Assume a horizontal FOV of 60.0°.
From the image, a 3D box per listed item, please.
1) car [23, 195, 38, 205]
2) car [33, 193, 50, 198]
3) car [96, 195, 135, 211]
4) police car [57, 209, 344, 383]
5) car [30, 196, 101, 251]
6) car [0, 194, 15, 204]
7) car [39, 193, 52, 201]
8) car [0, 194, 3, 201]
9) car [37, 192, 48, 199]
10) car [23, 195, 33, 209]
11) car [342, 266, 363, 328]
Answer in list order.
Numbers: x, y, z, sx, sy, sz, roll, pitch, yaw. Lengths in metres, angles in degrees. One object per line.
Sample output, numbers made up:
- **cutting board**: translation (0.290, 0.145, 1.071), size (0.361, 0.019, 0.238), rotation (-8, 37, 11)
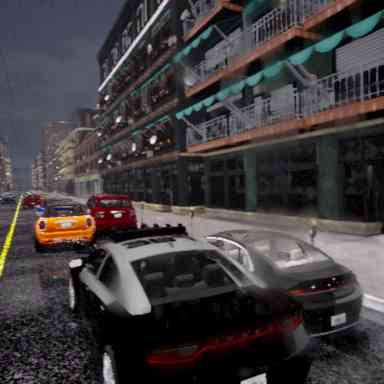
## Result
- **car**: translation (-24.131, 1.136, 49.664), size (1.895, 1.301, 4.718), rotation (-2, 1, -27)
- **car**: translation (-7.749, 1.126, 19.168), size (2.097, 1.767, 4.553), rotation (-2, 1, -27)
- **car**: translation (-4.215, 1.057, 16.249), size (2.192, 1.841, 5.009), rotation (-2, 1, -27)
- **police car**: translation (-0.669, 1.319, 4.977), size (1.930, 1.638, 5.238), rotation (-2, 2, -27)
- **car**: translation (-5.281, 1.181, 13.761), size (2.097, 1.767, 4.553), rotation (-2, 1, -23)
- **car**: translation (-28.813, 1.149, 52.275), size (2.033, 1.411, 5.357), rotation (-2, 1, -27)
- **car**: translation (-27.192, 0.874, 61.666), size (1.752, 1.417, 4.829), rotation (-2, 1, -27)
- **car**: translation (-39.680, 1.090, 67.797), size (1.887, 1.381, 4.507), rotation (-2, 1, -27)
- **car**: translation (-32.204, 0.806, 71.572), size (1.887, 1.381, 4.507), rotation (-2, 1, -27)
- **car**: translation (-18.574, 1.107, 38.735), size (1.882, 1.535, 5.008), rotation (-2, 2, -26)
- **car**: translation (0.880, 1.378, 6.196), size (2.008, 1.369, 4.403), rotation (-2, 1, -27)
